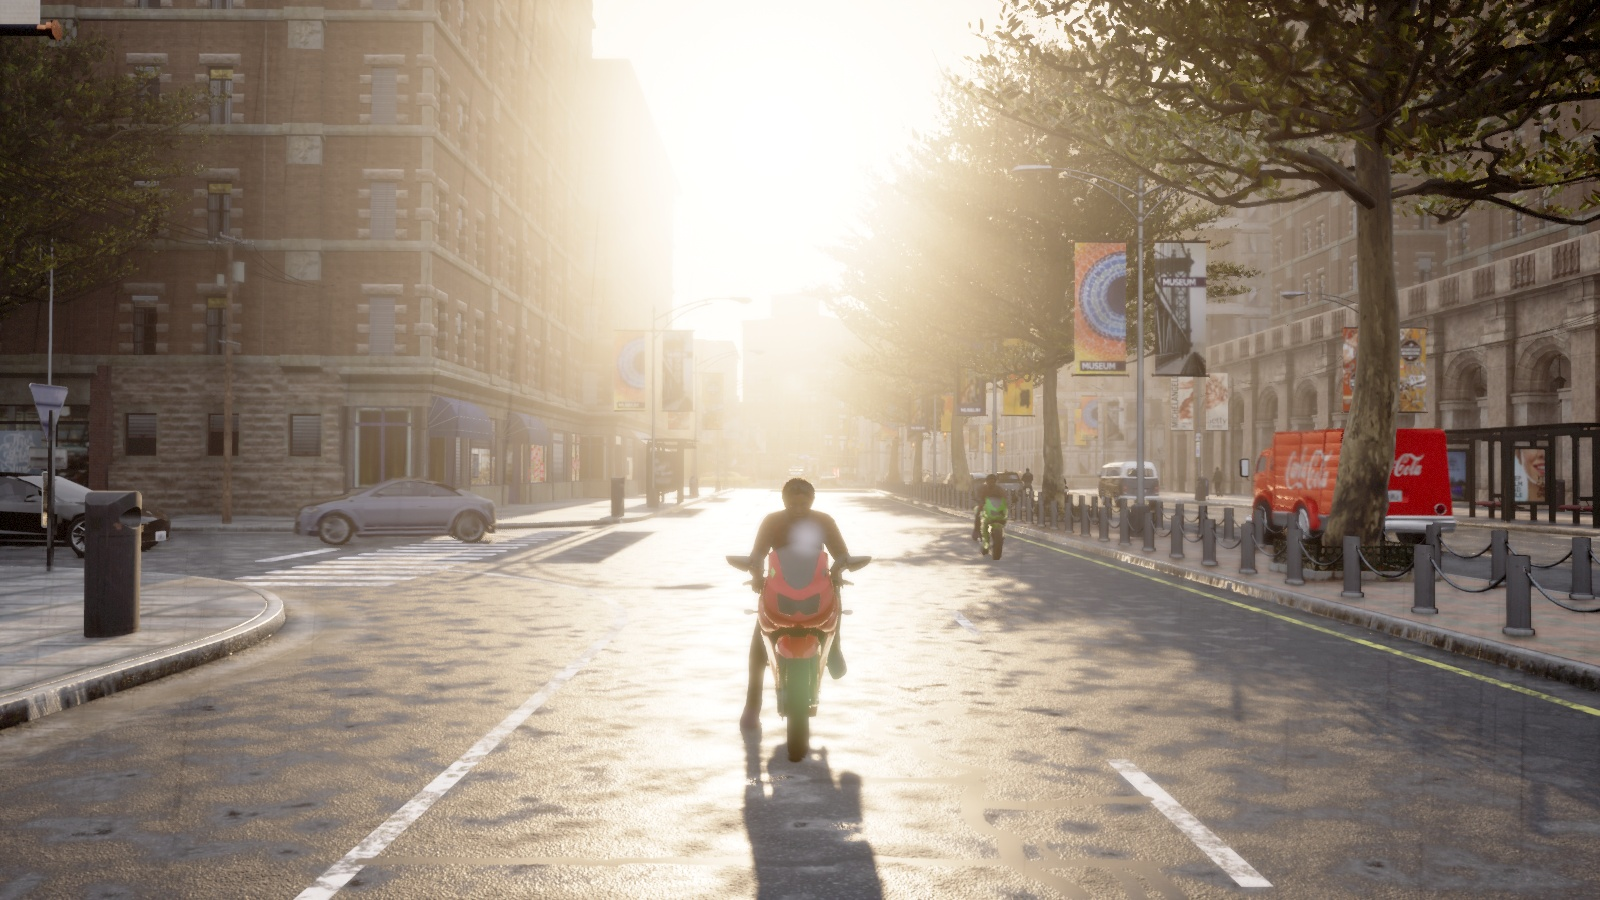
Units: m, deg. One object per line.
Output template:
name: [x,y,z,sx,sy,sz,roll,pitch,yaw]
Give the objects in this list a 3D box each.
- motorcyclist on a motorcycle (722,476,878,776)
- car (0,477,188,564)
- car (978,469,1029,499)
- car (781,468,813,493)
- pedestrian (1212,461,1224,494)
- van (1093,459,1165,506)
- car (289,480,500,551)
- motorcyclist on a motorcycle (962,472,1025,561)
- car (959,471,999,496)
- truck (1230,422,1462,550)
motorcyclist on a motorcycle: [-0.005,0.922,7.471,0.797,1.523,2.044,0,-1,0]
car: [-14.050,1.253,22.836,4.792,1.488,2.163,0,-1,-1]
car: [11.311,1.873,70.087,2.033,1.649,4.856,0,-1,0]
car: [-0.238,2.159,89.489,2.242,1.667,4.611,0,-1,0]
pedestrian: [24.239,1.595,72.863,0.423,1.949,0.788,0,-1,0]
van: [14.850,1.432,56.924,2.069,2.038,4.480,0,-1,0]
car: [-8.719,1.365,26.993,4.181,1.385,1.994,0,-1,-21]
motorcyclist on a motorcycle: [3.440,1.160,22.523,0.797,1.523,2.044,0,-1,0]
car: [11.291,2.105,79.474,1.837,1.490,4.892,0,-1,0]
truck: [11.420,0.732,26.837,2.627,2.467,5.204,0,-1,-1]
